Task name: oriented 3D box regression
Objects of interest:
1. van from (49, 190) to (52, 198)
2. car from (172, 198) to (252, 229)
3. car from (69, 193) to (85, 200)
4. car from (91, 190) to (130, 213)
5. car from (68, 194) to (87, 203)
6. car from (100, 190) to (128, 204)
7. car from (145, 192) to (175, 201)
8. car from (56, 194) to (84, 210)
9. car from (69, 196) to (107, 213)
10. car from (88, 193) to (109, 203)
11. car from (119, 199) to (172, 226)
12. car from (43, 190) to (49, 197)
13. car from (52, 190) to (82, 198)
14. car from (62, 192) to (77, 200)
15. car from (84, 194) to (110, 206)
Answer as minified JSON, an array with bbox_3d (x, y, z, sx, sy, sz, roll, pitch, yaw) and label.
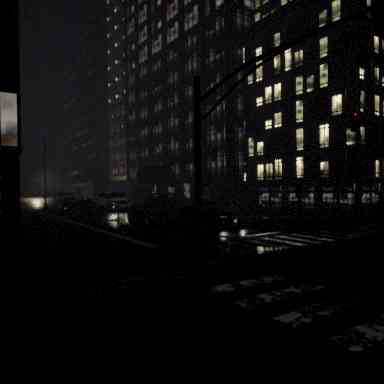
[{"bbox_3d":[-32.493,0.530,79.989,1.690,1.788,3.998,-1,1,-35],"label":"van"},{"bbox_3d":[1.105,1.381,21.070,2.128,1.511,4.902,-1,1,-35],"label":"car"},{"bbox_3d":[-22.884,0.888,66.061,1.887,1.381,4.507,-1,1,-35],"label":"car"},{"bbox_3d":[-8.253,0.968,34.634,2.150,2.045,5.566,-1,1,-35],"label":"car"},{"bbox_3d":[-19.345,1.082,56.181,1.895,1.301,4.718,-1,1,-35],"label":"car"},{"bbox_3d":[-12.038,0.733,51.049,2.150,2.045,5.566,-1,1,-35],"label":"car"},{"bbox_3d":[-3.666,0.963,38.196,2.192,1.841,5.009,-1,1,-35],"label":"car"},{"bbox_3d":[-13.743,1.289,38.052,2.008,1.369,4.403,-1,1,-35],"label":"car"},{"bbox_3d":[-10.539,1.353,33.408,1.947,1.339,4.313,-1,1,-35],"label":"car"},{"bbox_3d":[-15.966,0.919,56.809,1.882,1.535,5.008,-1,1,-35],"label":"car"},{"bbox_3d":[-2.905,1.455,22.389,2.008,1.369,4.403,-1,1,-35],"label":"car"},{"bbox_3d":[-35.696,0.688,84.635,2.008,1.369,4.403,-1,1,-35],"label":"car"},{"bbox_3d":[-18.943,0.904,50.309,2.150,2.045,5.566,-1,1,-35],"label":"car"},{"bbox_3d":[-26.087,0.732,70.703,1.967,1.590,4.097,-1,1,-35],"label":"car"},{"bbox_3d":[-13.824,1.114,48.264,2.033,1.411,5.357,-1,1,-34],"label":"car"}]
